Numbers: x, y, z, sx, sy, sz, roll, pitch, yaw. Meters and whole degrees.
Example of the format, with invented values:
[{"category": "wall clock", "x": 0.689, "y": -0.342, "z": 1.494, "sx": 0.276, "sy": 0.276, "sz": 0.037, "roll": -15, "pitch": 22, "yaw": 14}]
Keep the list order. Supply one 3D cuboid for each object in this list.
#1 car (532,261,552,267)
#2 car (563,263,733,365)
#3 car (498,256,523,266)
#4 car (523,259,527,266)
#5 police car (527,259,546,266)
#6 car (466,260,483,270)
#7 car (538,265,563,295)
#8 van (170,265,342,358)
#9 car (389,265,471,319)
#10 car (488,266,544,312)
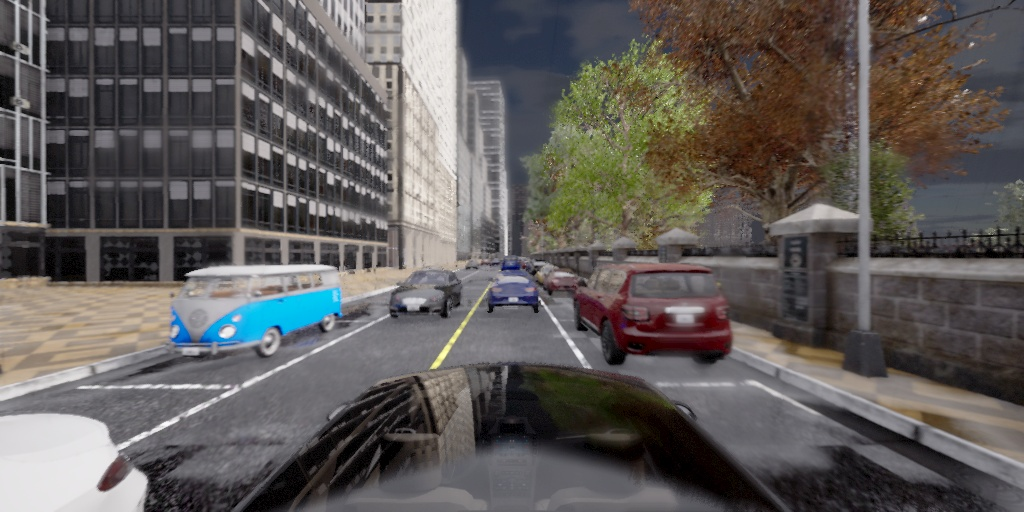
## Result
[{"category": "car", "x": 2.583, "y": 1.275, "z": 25.018, "sx": 1.751, "sy": 1.417, "sz": 4.829, "roll": 0, "pitch": 0, "yaw": 0}, {"category": "car", "x": 2.684, "y": 1.059, "z": 7.973, "sx": 2.192, "sy": 1.841, "sz": 5.009, "roll": 0, "pitch": 0, "yaw": 0}, {"category": "car", "x": -0.129, "y": 0.984, "z": 41.173, "sx": 2.150, "sy": 2.045, "sz": 5.566, "roll": 0, "pitch": 0, "yaw": 0}, {"category": "car", "x": 2.755, "y": 1.110, "z": 42.472, "sx": 2.097, "sy": 1.767, "sz": 4.553, "roll": 0, "pitch": 0, "yaw": 0}, {"category": "police car", "x": 2.817, "y": 1.178, "z": 35.612, "sx": 1.930, "sy": 1.638, "sz": 5.238, "roll": 0, "pitch": 0, "yaw": 0}, {"category": "car", "x": -5.755, "y": 1.351, "z": 53.233, "sx": 1.948, "sy": 1.339, "sz": 4.313, "roll": 0, "pitch": 0, "yaw": 0}, {"category": "car", "x": 2.617, "y": 1.330, "z": 19.223, "sx": 1.802, "sy": 1.307, "sz": 4.207, "roll": 0, "pitch": 0, "yaw": 0}, {"category": "van", "x": -5.487, "y": 1.107, "z": 8.214, "sx": 1.690, "sy": 1.789, "sz": 3.998, "roll": 0, "pitch": 0, "yaw": 0}, {"category": "car", "x": -2.905, "y": 1.251, "z": 12.962, "sx": 2.128, "sy": 1.511, "sz": 4.902, "roll": 0, "pitch": 0, "yaw": 0}, {"category": "car", "x": 0.036, "y": 1.279, "z": 14.172, "sx": 1.812, "sy": 1.442, "sz": 4.674, "roll": 0, "pitch": 0, "yaw": 0}]
